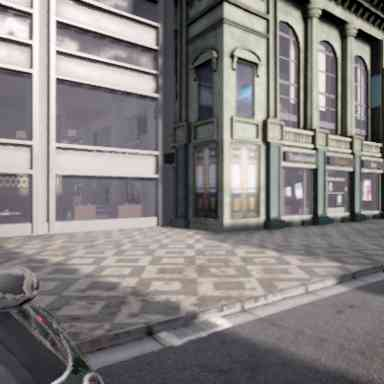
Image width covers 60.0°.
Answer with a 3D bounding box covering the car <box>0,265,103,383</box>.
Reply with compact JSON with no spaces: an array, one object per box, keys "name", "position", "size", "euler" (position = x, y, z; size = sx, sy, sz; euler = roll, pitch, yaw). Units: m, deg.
[{"name":"car","position":[-2.689,1.348,1.453],"size":[4.553,1.767,2.097],"euler":[0,0,-35]}]
